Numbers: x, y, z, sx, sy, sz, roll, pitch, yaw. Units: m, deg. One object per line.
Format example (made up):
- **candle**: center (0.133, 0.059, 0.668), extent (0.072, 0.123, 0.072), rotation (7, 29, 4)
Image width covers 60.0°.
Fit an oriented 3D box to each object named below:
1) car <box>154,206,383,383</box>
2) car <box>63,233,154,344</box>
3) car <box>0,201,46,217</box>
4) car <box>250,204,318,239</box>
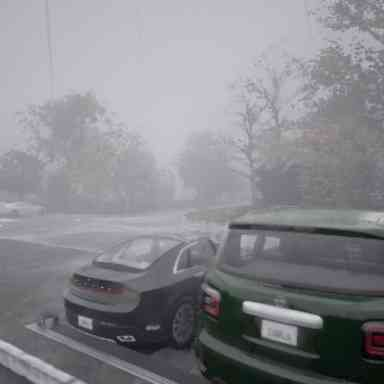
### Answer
- **car**: center (2.257, 1.230, 4.869), extent (2.435, 2.045, 5.566), rotation (0, 0, 36)
- **car**: center (-0.041, 1.494, 6.468), extent (2.231, 1.521, 4.892), rotation (0, 0, 36)
- **car**: center (-17.868, 1.782, 35.275), extent (2.002, 1.452, 4.674), rotation (-1, 0, 36)
- **car**: center (5.310, 1.507, 18.719), extent (2.097, 1.535, 5.008), rotation (-1, 0, 36)
